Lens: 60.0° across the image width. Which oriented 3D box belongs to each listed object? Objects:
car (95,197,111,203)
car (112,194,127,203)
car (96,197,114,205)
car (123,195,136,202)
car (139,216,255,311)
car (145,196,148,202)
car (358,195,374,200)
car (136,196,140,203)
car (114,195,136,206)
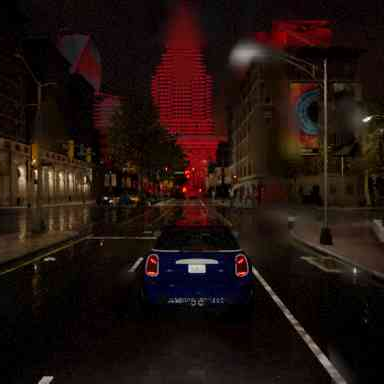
[{"bbox_3d":[-18.012,1.595,67.415,1.895,1.301,4.718,0,0,0],"label":"car"},{"bbox_3d":[-14.760,1.352,68.022,2.097,1.767,4.553,0,0,0],"label":"car"},{"bbox_3d":[-14.873,1.547,57.912,2.033,1.411,5.357,0,0,0],"label":"car"},{"bbox_3d":[-14.723,1.525,78.423,2.128,1.511,4.902,0,0,0],"label":"car"},{"bbox_3d":[0.102,1.352,7.902,2.097,1.767,4.553,0,0,0],"label":"car"},{"bbox_3d":[-11.232,1.553,75.758,1.994,1.385,4.181,0,0,0],"label":"car"},{"bbox_3d":[34.687,1.481,68.621,2.231,1.521,4.892,0,0,0],"label":"car"},{"bbox_3d":[-11.296,1.478,65.885,1.882,1.535,5.008,0,0,1],"label":"car"},{"bbox_3d":[-11.383,1.526,56.738,1.812,1.442,4.674,0,0,0],"label":"car"}]
